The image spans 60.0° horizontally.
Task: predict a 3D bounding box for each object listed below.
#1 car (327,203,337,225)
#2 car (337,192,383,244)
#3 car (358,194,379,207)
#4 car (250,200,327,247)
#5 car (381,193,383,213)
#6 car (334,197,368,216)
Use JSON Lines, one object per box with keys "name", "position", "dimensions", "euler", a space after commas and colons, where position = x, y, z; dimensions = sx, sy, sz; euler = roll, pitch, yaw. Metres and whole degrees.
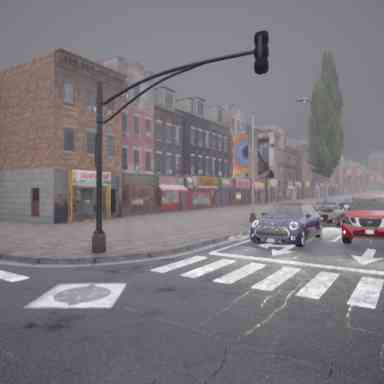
{"name": "car", "position": [9.031, 1.428, 22.043], "dimensions": [1.994, 1.385, 4.181], "euler": [0, 1, 34]}
{"name": "car", "position": [8.265, 1.147, 14.979], "dimensions": [2.150, 2.045, 5.566], "euler": [0, 0, 33]}
{"name": "car", "position": [22.818, 1.076, 42.909], "dimensions": [1.837, 1.490, 4.892], "euler": [0, 0, 34]}
{"name": "car", "position": [4.305, 1.293, 14.856], "dimensions": [2.097, 1.767, 4.553], "euler": [0, 0, 33]}
{"name": "car", "position": [19.641, 1.048, 32.186], "dimensions": [2.097, 1.767, 4.553], "euler": [0, 1, 34]}
{"name": "car", "position": [14.730, 1.290, 30.661], "dimensions": [2.033, 1.411, 5.357], "euler": [0, 1, 34]}
